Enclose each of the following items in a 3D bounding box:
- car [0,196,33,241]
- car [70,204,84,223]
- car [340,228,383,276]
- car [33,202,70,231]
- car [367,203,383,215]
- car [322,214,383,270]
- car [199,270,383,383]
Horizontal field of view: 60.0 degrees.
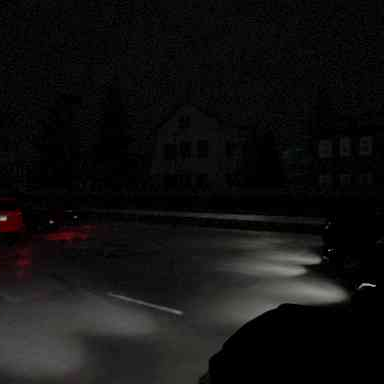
[{"bbox_3d":[-10.063,1.215,15.469,5.566,2.045,2.150,0,0,35],"label":"car"},{"bbox_3d":[-9.859,1.484,23.921,4.902,1.511,2.128,0,0,35],"label":"car"},{"bbox_3d":[4.886,1.527,4.807,4.674,1.442,1.812,0,0,36],"label":"car"},{"bbox_3d":[-9.627,1.471,19.457,5.008,1.535,1.882,0,0,35],"label":"car"},{"bbox_3d":[7.523,1.222,11.523,5.566,2.045,2.150,0,0,35],"label":"car"},{"bbox_3d":[5.893,1.506,8.387,4.892,1.490,1.837,0,0,36],"label":"car"},{"bbox_3d":[2.396,1.601,2.283,4.718,1.301,1.895,0,0,35],"label":"car"}]
